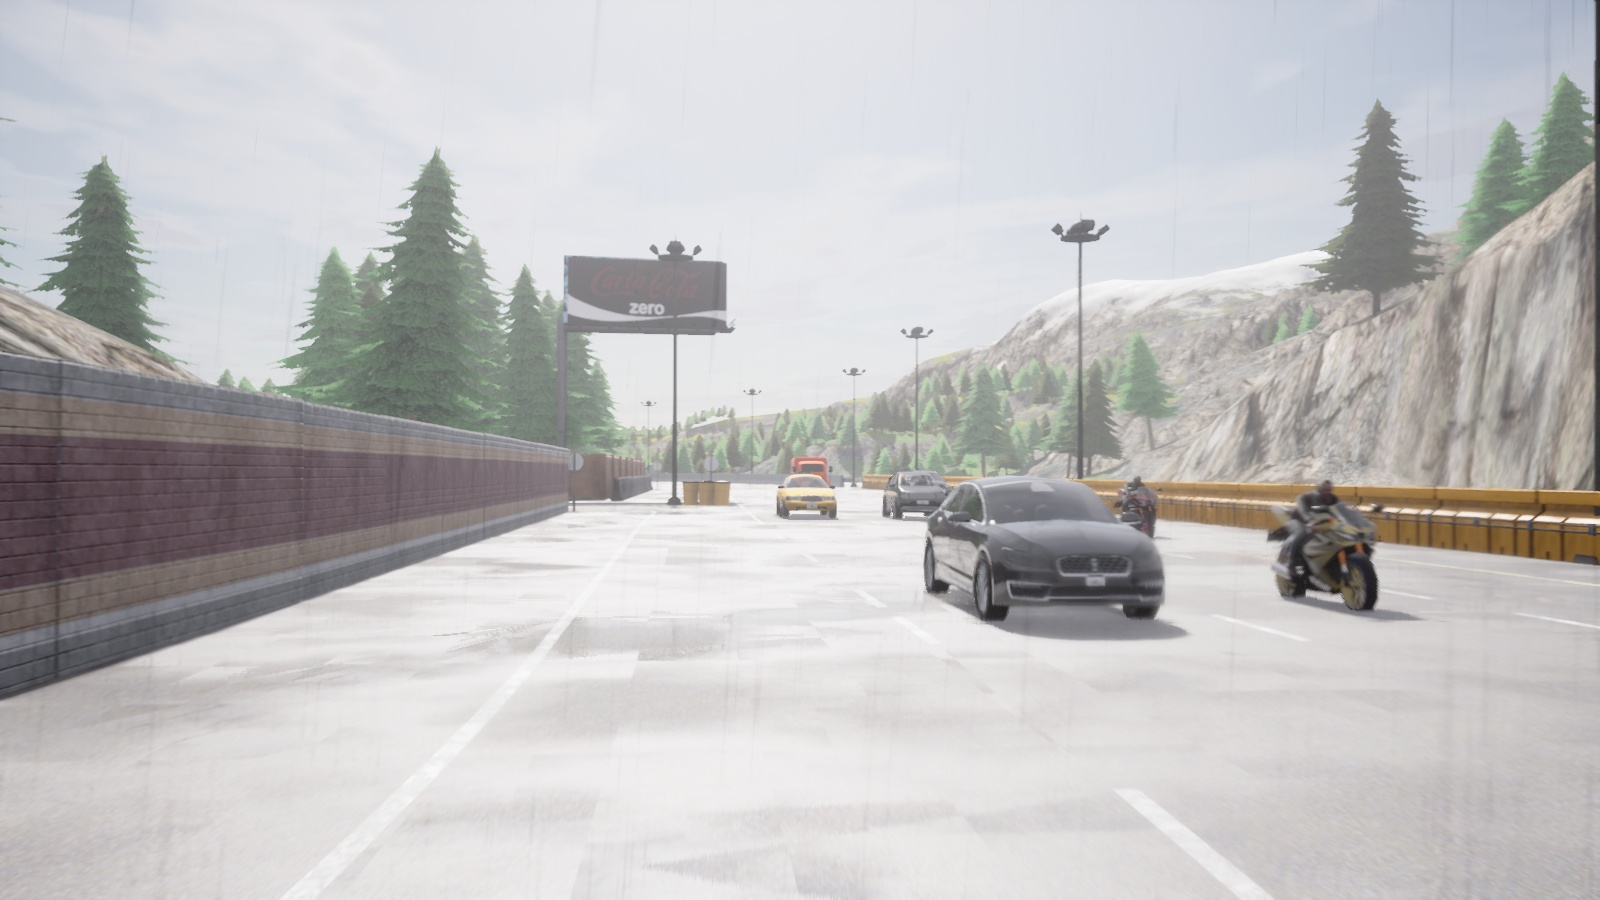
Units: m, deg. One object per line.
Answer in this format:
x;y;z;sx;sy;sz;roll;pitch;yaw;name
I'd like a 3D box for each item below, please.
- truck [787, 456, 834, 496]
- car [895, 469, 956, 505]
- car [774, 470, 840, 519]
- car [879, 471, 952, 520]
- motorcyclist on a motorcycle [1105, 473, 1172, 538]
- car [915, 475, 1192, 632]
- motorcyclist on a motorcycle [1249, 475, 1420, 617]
0.615;1.686;81.087;2.627;2.467;5.204;0;-1;-4;truck
5.874;1.712;59.289;2.033;1.649;4.856;0;-1;-5;car
0.166;1.470;42.902;1.801;1.575;5.366;0;-1;-5;car
3.780;1.474;41.632;1.789;1.549;3.705;0;-1;-5;car
8.232;1.328;30.652;0.866;1.530;2.191;0;-1;-5;motorcyclist on a motorcycle
2.698;1.053;14.657;1.837;1.490;4.892;0;-1;-5;car
6.283;1.073;14.934;0.866;1.530;2.191;-2;-1;-6;motorcyclist on a motorcycle
